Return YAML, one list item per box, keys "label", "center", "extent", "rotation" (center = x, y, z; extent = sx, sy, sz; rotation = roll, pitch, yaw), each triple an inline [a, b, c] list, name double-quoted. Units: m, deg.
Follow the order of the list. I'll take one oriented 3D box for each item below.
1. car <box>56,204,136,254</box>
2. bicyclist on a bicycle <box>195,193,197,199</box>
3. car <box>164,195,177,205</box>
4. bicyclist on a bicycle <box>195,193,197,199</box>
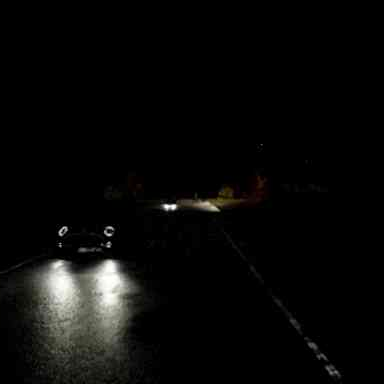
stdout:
- label: "car"
  center: [-3.591, 1.318, 13.184]
  extent: [2.097, 1.767, 4.553]
  rotation: [0, 0, 0]
- label: "bicyclist on a bicycle"
  center: [1.011, 1.099, 90.476]
  extent: [0.582, 1.620, 1.656]
  rotation: [0, 0, 0]
- label: "car"
  center: [-3.527, 1.308, 55.724]
  extent: [2.128, 1.511, 4.902]
  rotation: [0, 0, 1]
- label: "bicyclist on a bicycle"
  center: [1.007, 1.063, 81.915]
  extent: [0.659, 1.776, 1.843]
  rotation: [0, 1, 0]
